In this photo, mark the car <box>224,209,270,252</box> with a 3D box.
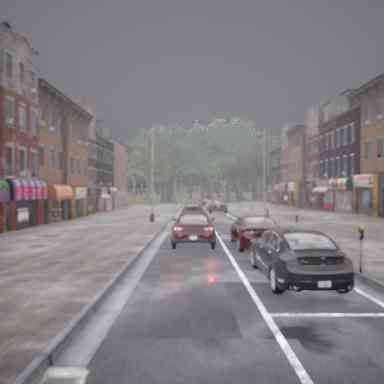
[{"bbox_3d":[2.627,1.631,14.180,1.887,1.381,4.507,-1,0,0],"label":"car"}]

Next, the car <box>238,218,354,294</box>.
[{"bbox_3d":[2.627,1.604,8.773,2.008,1.369,4.403,-1,0,0],"label":"car"}]

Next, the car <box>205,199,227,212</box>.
[{"bbox_3d":[2.989,1.617,39.631,2.097,1.767,4.553,0,0,0],"label":"car"}]

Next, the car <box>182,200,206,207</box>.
[{"bbox_3d":[0.069,1.699,29.965,1.837,1.490,4.892,0,0,0],"label":"car"}]

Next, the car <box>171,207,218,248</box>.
[{"bbox_3d":[0.071,1.619,15.092,1.812,1.442,4.674,0,-1,0],"label":"car"}]
